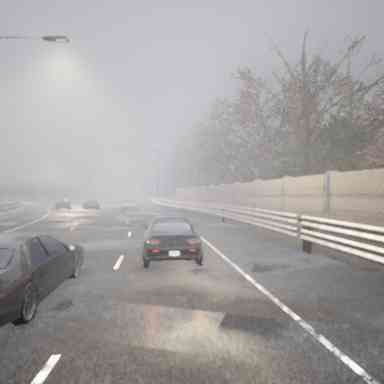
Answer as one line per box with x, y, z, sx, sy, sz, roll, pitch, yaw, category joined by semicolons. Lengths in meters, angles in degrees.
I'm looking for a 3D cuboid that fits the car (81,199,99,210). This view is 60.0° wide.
-13.999;1.668;45.781;1.994;1.385;4.181;0;0;-25;car

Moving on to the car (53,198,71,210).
-17.977;1.611;46.005;2.128;1.511;4.902;0;0;-26;car

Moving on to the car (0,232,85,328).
-3.778;1.570;7.003;2.033;1.411;5.357;0;0;-4;car

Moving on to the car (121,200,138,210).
-8.294;1.681;43.865;1.895;1.301;4.718;0;0;-15;car

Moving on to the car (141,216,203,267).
-0.757;1.542;11.500;1.812;1.442;4.674;0;0;-7;car
